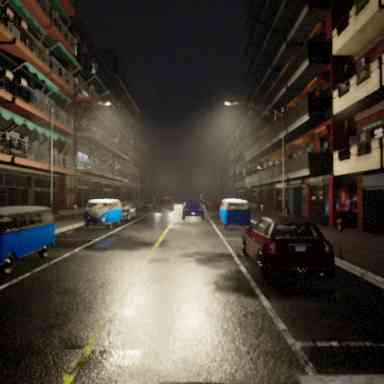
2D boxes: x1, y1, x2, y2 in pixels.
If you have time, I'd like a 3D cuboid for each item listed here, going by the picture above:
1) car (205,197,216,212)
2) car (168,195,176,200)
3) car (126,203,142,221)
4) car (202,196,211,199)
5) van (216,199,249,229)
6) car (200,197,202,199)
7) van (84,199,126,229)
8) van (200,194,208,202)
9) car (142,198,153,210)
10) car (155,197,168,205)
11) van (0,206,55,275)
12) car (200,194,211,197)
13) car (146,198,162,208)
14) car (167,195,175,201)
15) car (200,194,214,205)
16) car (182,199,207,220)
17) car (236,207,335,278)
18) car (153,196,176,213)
[{"bbox_3d":[2.706,1.628,38.645,1.802,1.307,4.206,1,0,0],"label":"car"},{"bbox_3d":[-5.636,1.574,95.433,1.967,1.590,4.097,1,0,0],"label":"car"},{"bbox_3d":[-5.664,1.582,27.216,2.008,1.369,4.403,1,0,0],"label":"car"},{"bbox_3d":[2.706,1.620,44.330,1.947,1.339,4.313,1,0,0],"label":"car"},{"bbox_3d":[2.709,1.365,21.592,1.690,1.788,3.998,1,0,0],"label":"van"},{"bbox_3d":[0.103,1.657,45.970,1.895,1.301,4.718,0,0,0],"label":"car"},{"bbox_3d":[-5.676,1.365,21.532,1.690,1.788,3.998,1,0,0],"label":"van"},{"bbox_3d":[2.711,1.446,78.438,1.690,1.788,3.998,1,0,0],"label":"van"},{"bbox_3d":[-5.638,1.494,44.270,1.967,1.590,4.097,1,0,0],"label":"car"},{"bbox_3d":[-5.640,1.623,61.324,1.887,1.381,4.507,1,0,0],"label":"car"},{"bbox_3d":[-5.671,1.352,10.162,1.690,1.788,3.998,1,0,0],"label":"van"},{"bbox_3d":[2.709,1.510,55.700,1.967,1.590,4.097,1,0,0],"label":"car"},{"bbox_3d":[-5.640,1.628,49.955,1.947,1.339,4.313,1,0,0],"label":"car"},{"bbox_3d":[-5.638,1.649,89.577,1.752,1.417,4.829,1,0,0],"label":"car"},{"bbox_3d":[2.712,1.393,61.384,2.192,1.841,5.009,1,0,0],"label":"car"},{"bbox_3d":[0.102,1.559,28.843,1.812,1.442,4.674,0,0,0],"label":"car"},{"bbox_3d":[2.707,1.451,10.222,1.967,1.590,4.097,1,0,0],"label":"car"},{"bbox_3d":[-3.091,1.571,38.598,1.812,1.442,4.674,0,0,0],"label":"car"}]
